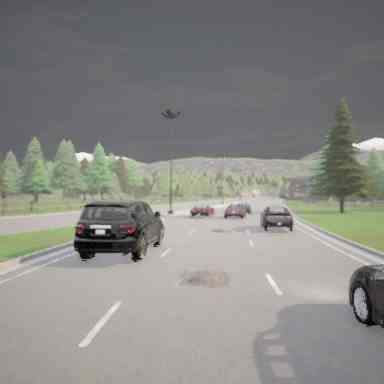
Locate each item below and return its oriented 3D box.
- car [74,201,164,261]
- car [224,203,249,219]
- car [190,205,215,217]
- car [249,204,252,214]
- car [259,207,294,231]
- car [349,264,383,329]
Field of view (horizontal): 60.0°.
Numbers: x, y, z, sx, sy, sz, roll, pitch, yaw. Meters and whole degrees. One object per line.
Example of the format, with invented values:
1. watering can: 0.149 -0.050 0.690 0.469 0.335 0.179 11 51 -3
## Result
1. car: -2.591 1.366 13.033 2.150 2.045 5.566 0 -1 6
2. car: 4.480 1.950 34.185 1.994 1.385 4.181 0 -1 13
3. car: 1.233 2.003 35.821 1.895 1.301 4.718 0 -1 14
4. car: 6.530 2.047 42.691 1.994 1.385 4.181 0 -1 15
5. car: 5.689 1.750 22.591 2.128 1.511 4.902 0 -1 9
6. car: 3.800 1.559 4.325 1.837 1.490 4.892 0 -1 2
